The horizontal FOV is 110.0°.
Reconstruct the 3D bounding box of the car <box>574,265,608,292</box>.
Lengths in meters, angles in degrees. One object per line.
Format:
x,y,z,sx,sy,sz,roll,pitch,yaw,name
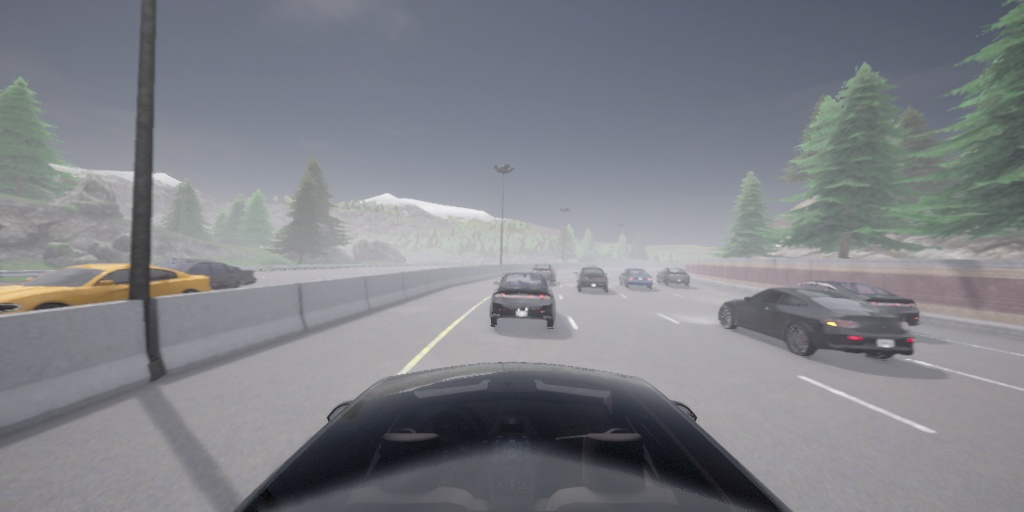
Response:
5.186,1.472,23.584,1.837,1.490,4.892,2,0,8,car

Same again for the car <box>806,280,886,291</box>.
10.947,1.600,12.444,2.128,1.511,4.902,2,0,4,car

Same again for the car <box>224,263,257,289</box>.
-13.615,0.924,15.249,2.033,1.411,5.357,2,0,5,car

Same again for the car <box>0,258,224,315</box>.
-10.438,0.933,9.120,1.882,1.535,5.008,2,0,2,car

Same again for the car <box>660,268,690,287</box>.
13.431,1.724,30.088,2.128,1.511,4.902,2,0,12,car

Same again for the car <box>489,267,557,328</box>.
0.379,1.280,11.630,2.128,1.511,4.902,2,0,3,car

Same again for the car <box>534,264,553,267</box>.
2.620,1.397,29.490,2.128,1.511,4.902,2,0,11,car

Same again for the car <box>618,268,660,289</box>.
9.211,1.644,26.945,2.033,1.411,5.357,2,0,10,car

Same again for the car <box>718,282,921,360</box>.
7.239,1.514,9.151,1.812,1.442,4.674,2,0,2,car
